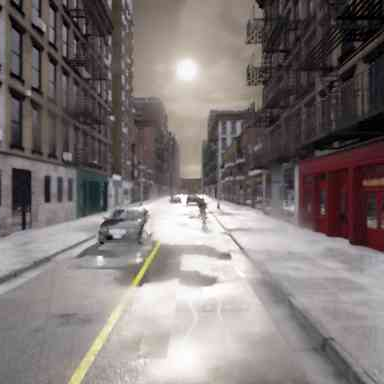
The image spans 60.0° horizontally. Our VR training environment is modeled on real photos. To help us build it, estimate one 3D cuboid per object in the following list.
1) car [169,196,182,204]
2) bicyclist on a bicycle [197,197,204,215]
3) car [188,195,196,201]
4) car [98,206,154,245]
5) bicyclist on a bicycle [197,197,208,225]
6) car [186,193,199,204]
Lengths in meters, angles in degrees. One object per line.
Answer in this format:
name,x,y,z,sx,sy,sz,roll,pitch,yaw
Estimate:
car,-2.799,1.303,56.838,1.994,1.385,4.181,0,0,0
bicyclist on a bicycle,0.757,1.317,31.006,0.582,1.620,1.656,0,0,0
car,0.000,1.247,74.414,1.895,1.301,4.718,0,0,0
car,-2.849,1.427,15.126,2.128,1.511,4.902,0,0,0
bicyclist on a bicycle,0.757,1.275,22.178,0.659,1.776,1.843,0,0,0
car,0.089,1.094,56.302,2.097,1.767,4.553,0,0,0
